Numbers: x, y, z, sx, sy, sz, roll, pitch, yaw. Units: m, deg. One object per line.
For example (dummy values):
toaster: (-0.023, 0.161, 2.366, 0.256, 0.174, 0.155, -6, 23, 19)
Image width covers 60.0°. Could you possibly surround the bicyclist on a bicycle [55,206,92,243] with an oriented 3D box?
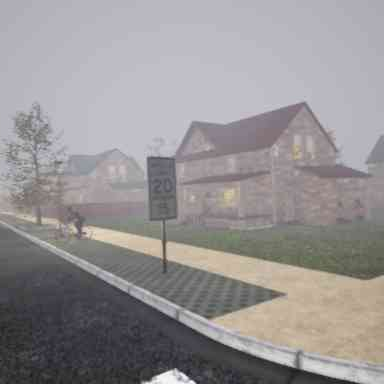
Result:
bicyclist on a bicycle: (-5.316, 1.453, 14.964, 1.656, 1.620, 0.582, -3, 0, -35)
